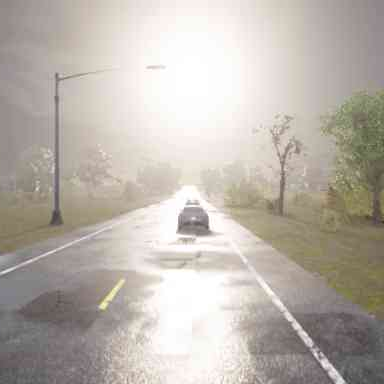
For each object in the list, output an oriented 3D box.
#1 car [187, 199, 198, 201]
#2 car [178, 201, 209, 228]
[{"bbox_3d":[0.086,1.531,40.275,2.033,1.411,5.357,0,0,0],"label":"car"},{"bbox_3d":[0.091,1.558,22.012,1.994,1.385,4.181,0,0,0],"label":"car"}]
